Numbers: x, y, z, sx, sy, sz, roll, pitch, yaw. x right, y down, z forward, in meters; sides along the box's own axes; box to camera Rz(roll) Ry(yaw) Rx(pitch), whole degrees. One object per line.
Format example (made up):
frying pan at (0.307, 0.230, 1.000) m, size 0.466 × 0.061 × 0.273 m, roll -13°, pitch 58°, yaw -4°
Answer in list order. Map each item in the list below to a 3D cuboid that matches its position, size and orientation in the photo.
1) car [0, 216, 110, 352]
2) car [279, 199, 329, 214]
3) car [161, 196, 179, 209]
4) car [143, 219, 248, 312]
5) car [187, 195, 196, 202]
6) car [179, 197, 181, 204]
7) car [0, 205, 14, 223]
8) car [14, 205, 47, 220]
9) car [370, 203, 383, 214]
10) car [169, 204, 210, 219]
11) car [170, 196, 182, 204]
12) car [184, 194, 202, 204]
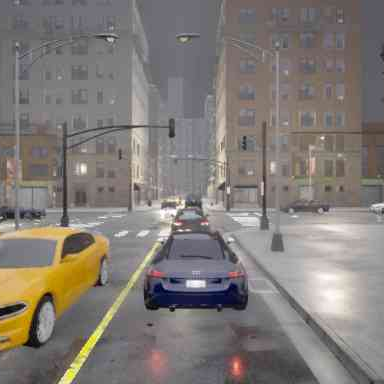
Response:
car at (-3.036, 1.477, 6.500) m, size 1.882 × 1.535 × 5.008 m, roll 0°, pitch 0°, yaw 1°
car at (11.157, 1.450, 33.298) m, size 4.892 × 1.490 × 1.837 m, roll 0°, pitch 0°, yaw 0°
car at (-3.078, 1.618, 44.826) m, size 1.895 × 1.301 × 4.718 m, roll 0°, pitch 0°, yaw 0°
car at (0.083, 1.564, 7.785) m, size 1.994 × 1.385 × 4.181 m, roll 0°, pitch 0°, yaw 0°
car at (-0.082, 1.575, 76.683) m, size 2.128 × 1.511 × 4.902 m, roll 0°, pitch 0°, yaw 0°
car at (-3.105, 1.505, 55.118) m, size 1.882 × 1.535 × 5.008 m, roll 0°, pitch 0°, yaw 0°
car at (-15.224, 1.616, 23.183) m, size 4.181 × 1.385 × 1.994 m, roll 0°, pitch 0°, yaw 0°
car at (-14.153, 1.648, 26.438) m, size 4.718 × 1.301 × 1.895 m, roll 0°, pitch 0°, yaw 0°
car at (20.419, 1.439, 33.352) m, size 4.674 × 1.442 × 1.812 m, roll 0°, pitch 0°, yaw -1°
car at (-0.087, 1.525, 16.529) m, size 1.812 × 1.442 × 4.674 m, roll 0°, pitch 0°, yaw -2°
car at (-3.081, 1.587, 65.756) m, size 2.033 × 1.411 × 5.357 m, roll 0°, pitch 0°, yaw 0°
car at (0.164, 1.238, 44.432) m, size 2.150 × 2.045 × 5.566 m, roll 0°, pitch 0°, yaw -1°
